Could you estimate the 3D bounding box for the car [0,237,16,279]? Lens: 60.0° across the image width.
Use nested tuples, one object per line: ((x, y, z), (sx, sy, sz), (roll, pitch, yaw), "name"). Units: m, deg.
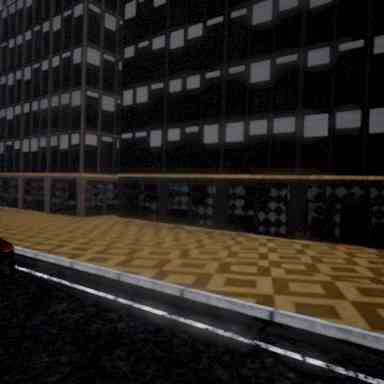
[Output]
((-6.159, 1.382, 8.331), (4.674, 1.442, 1.812), (1, 1, 37), "car")
